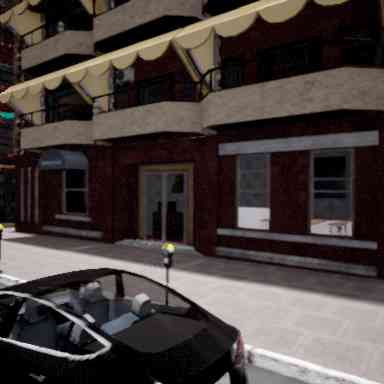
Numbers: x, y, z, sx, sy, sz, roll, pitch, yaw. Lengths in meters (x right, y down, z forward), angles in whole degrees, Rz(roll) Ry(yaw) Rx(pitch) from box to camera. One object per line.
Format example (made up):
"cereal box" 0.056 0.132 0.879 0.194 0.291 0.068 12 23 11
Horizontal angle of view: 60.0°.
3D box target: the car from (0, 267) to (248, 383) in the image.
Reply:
"car" -1.483 1.572 3.767 4.313 1.339 1.947 0 1 36
